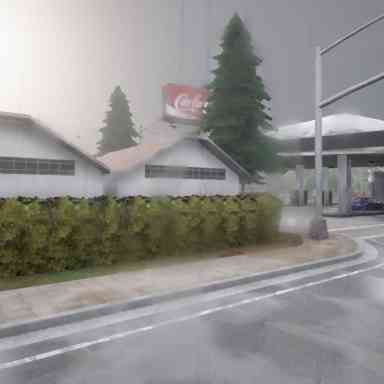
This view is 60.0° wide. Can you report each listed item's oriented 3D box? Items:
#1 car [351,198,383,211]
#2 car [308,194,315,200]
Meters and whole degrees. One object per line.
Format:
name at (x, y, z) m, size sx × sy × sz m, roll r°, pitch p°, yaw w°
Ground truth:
car at (20.782, 1.480, 39.342) m, size 4.611 × 1.667 × 2.242 m, roll 0°, pitch 0°, yaw -36°
car at (31.789, 1.330, 88.849) m, size 2.152 × 1.636 × 5.027 m, roll 0°, pitch 0°, yaw -36°
